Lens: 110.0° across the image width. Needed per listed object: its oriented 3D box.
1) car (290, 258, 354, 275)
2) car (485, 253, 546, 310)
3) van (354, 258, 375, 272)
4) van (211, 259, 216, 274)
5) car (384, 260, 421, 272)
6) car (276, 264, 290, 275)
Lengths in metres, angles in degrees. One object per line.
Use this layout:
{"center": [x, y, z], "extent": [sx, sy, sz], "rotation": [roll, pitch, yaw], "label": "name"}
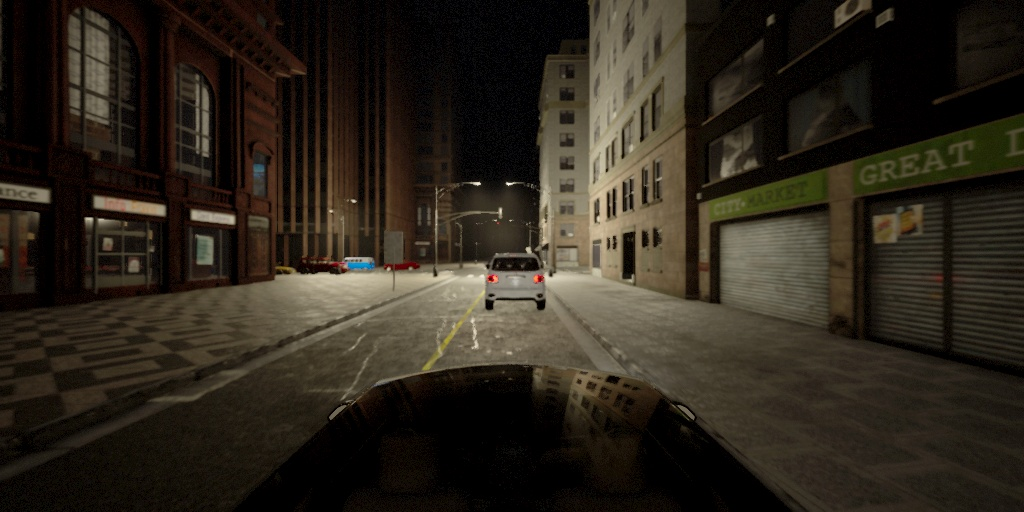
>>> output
{"center": [-19.626, 1.078, 37.255], "extent": [5.009, 1.841, 2.192], "rotation": [0, 0, 0], "label": "car"}
{"center": [0.101, 0.903, 14.424], "extent": [2.150, 2.045, 5.566], "rotation": [0, 0, 0], "label": "car"}
{"center": [-19.606, 1.097, 45.781], "extent": [3.998, 1.789, 1.690], "rotation": [0, 0, 0], "label": "van"}
{"center": [-30.875, 1.240, 37.294], "extent": [3.998, 1.789, 1.690], "rotation": [0, 0, 0], "label": "van"}
{"center": [-13.982, 1.234, 45.761], "extent": [4.507, 1.381, 1.888], "rotation": [0, 0, 0], "label": "car"}
{"center": [-25.081, 1.356, 37.274], "extent": [4.829, 1.417, 1.751], "rotation": [0, 0, 0], "label": "car"}
